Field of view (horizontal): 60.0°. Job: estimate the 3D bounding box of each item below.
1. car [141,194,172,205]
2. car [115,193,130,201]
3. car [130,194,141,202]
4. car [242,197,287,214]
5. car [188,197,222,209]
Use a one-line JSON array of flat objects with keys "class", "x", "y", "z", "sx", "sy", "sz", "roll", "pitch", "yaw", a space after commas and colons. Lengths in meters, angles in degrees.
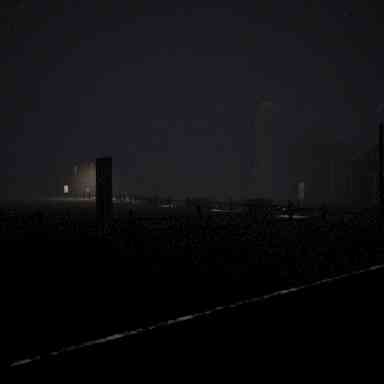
[{"class": "car", "x": -5.075, "y": 1.152, "z": 49.345, "sx": 2.033, "sy": 1.411, "sz": 5.357, "roll": -1, "pitch": 1, "yaw": -36}, {"class": "car", "x": -13.565, "y": 0.905, "z": 66.023, "sx": 1.837, "sy": 1.490, "sz": 4.892, "roll": -1, "pitch": 1, "yaw": -36}, {"class": "car", "x": -8.707, "y": 1.084, "z": 59.292, "sx": 1.895, "sy": 1.301, "sz": 4.718, "roll": -1, "pitch": 1, "yaw": -36}, {"class": "car", "x": 7.038, "y": 1.306, "z": 32.480, "sx": 1.837, "sy": 1.490, "sz": 4.892, "roll": -1, "pitch": 1, "yaw": -36}, {"class": "car", "x": 1.327, "y": 1.256, "z": 40.426, "sx": 2.033, "sy": 1.411, "sz": 5.357, "roll": -1, "pitch": 1, "yaw": -36}]
